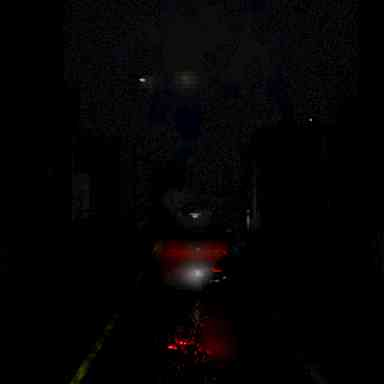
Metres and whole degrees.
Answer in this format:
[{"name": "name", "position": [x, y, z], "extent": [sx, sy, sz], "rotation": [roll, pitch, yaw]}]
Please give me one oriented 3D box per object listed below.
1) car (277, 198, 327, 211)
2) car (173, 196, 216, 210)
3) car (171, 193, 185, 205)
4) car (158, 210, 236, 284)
[{"name": "car", "position": [12.696, 1.396, 38.513], "extent": [5.357, 1.411, 2.033], "rotation": [-1, -1, 0]}, {"name": "car", "position": [0.311, 1.307, 19.768], "extent": [2.097, 1.767, 4.553], "rotation": [0, 0, 3]}, {"name": "car", "position": [-2.455, 1.335, 56.233], "extent": [2.128, 1.511, 4.902], "rotation": [0, 0, 0]}, {"name": "car", "position": [0.110, 1.489, 9.500], "extent": [1.837, 1.490, 4.892], "rotation": [0, 0, 0]}]
